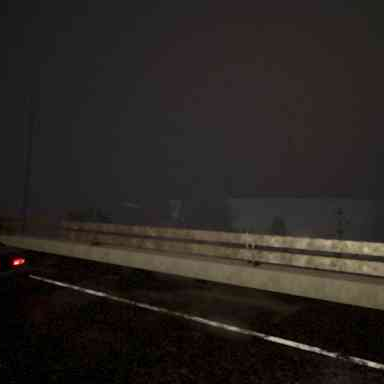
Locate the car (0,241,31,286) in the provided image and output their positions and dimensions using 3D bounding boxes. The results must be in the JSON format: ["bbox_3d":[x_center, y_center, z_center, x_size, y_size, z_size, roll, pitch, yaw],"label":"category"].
[{"bbox_3d":[-6.263,1.646,8.498,5.357,1.411,2.033,-1,0,36],"label":"car"}]
